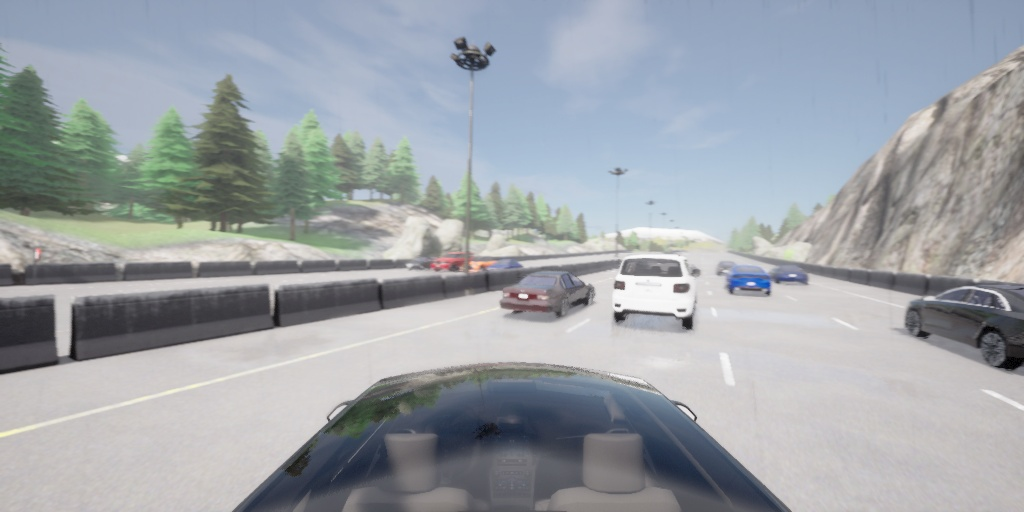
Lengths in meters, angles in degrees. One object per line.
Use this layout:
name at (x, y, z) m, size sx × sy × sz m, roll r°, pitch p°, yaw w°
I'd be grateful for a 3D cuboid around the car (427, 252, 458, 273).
car at (-5.853, 0.588, 37.016) m, size 2.150 × 2.045 × 5.566 m, roll 1°, pitch 1°, yaw 28°

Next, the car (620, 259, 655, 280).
car at (10.778, 1.113, 30.632) m, size 2.128 × 1.511 × 4.902 m, roll 1°, pitch 1°, yaw 28°

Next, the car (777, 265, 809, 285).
car at (20.799, 1.334, 27.132) m, size 1.994 × 1.385 × 4.181 m, roll 1°, pitch 1°, yaw 28°

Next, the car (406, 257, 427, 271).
car at (-9.175, 0.808, 38.222) m, size 2.128 × 1.511 × 4.902 m, roll 1°, pitch 1°, yaw 28°

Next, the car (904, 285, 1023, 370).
car at (10.492, 1.359, 7.548) m, size 2.128 × 1.511 × 4.902 m, roll 1°, pitch 0°, yaw 28°

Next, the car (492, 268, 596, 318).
car at (1.509, 1.253, 13.025) m, size 2.033 × 1.411 × 5.357 m, roll 1°, pitch 0°, yaw 28°

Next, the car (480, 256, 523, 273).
car at (-0.580, 1.013, 32.017) m, size 1.812 × 1.442 × 4.674 m, roll 1°, pitch 1°, yaw 28°

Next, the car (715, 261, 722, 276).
car at (21.093, 1.193, 35.202) m, size 2.033 × 1.411 × 5.357 m, roll 1°, pitch 1°, yaw 28°

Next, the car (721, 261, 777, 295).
car at (13.292, 1.257, 20.382) m, size 1.882 × 1.535 × 5.008 m, roll 1°, pitch 1°, yaw 28°

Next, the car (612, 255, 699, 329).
car at (4.836, 0.981, 11.821) m, size 2.150 × 2.045 × 5.566 m, roll 1°, pitch 1°, yaw 28°

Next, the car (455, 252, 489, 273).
car at (-3.043, 0.777, 34.840) m, size 2.097 × 1.767 × 4.553 m, roll 1°, pitch 1°, yaw 28°
